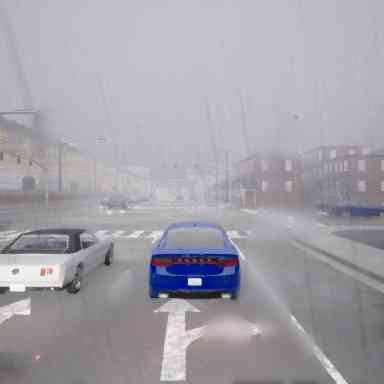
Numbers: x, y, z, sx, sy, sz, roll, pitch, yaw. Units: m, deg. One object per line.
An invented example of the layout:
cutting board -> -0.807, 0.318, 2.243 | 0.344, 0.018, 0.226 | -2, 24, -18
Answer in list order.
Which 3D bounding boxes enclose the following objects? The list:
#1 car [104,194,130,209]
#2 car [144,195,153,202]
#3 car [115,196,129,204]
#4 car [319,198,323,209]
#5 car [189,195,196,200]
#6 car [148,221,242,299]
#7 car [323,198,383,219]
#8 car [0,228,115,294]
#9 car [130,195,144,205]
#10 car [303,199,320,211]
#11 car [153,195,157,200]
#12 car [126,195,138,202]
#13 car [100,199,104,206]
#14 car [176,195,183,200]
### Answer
car -> -9.998, 1.222, 44.662 | 2.150, 2.045, 5.566 | 0, 0, -7
car -> -10.420, 1.553, 73.012 | 1.994, 1.385, 4.181 | 0, 0, 0
car -> -13.941, 1.507, 66.659 | 1.837, 1.490, 4.892 | 0, -1, 0
car -> 16.500, 1.564, 35.983 | 4.181, 1.385, 1.994 | 0, 0, 0
car -> 0.102, 1.540, 93.311 | 2.033, 1.411, 5.357 | 0, 0, 0
car -> 0.075, 1.478, 8.508 | 1.882, 1.535, 5.008 | 0, 0, 1
car -> 14.443, 1.477, 28.858 | 5.008, 1.535, 1.882 | 0, 0, 1
car -> -3.420, 1.601, 8.775 | 1.895, 1.301, 4.718 | 0, 0, 0
car -> -10.504, 1.526, 60.791 | 1.812, 1.442, 4.674 | 0, 0, 1
car -> 15.755, 1.491, 39.486 | 4.902, 1.511, 2.128 | 0, 0, 0
car -> -10.403, 1.441, 88.396 | 1.895, 1.301, 4.718 | 0, 0, 0
car -> -13.915, 1.500, 76.952 | 1.837, 1.490, 4.892 | 0, 0, 0
car -> -14.023, 1.526, 56.060 | 1.812, 1.442, 4.674 | 0, 0, 0
car -> -3.398, 1.500, 93.267 | 1.837, 1.490, 4.892 | 0, 0, 0
